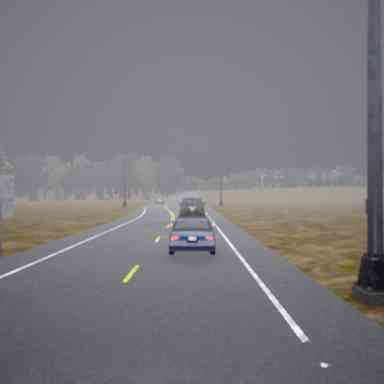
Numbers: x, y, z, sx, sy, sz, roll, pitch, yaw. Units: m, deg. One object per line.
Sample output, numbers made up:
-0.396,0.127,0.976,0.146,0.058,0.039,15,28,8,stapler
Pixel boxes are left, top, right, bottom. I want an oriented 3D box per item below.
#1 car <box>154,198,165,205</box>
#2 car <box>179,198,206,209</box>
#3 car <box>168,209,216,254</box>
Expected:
-6.959,2.074,71.657,1.812,1.442,4.674,0,0,0,car
0.017,1.492,29.022,2.150,2.045,5.566,0,0,0,car
0.009,1.681,14.005,2.033,1.411,5.357,0,-1,0,car
